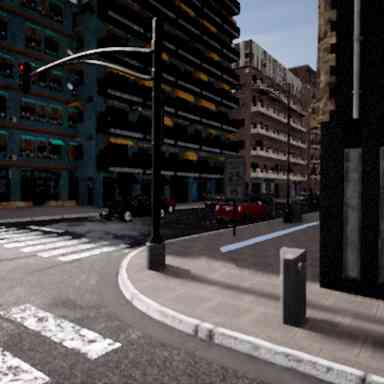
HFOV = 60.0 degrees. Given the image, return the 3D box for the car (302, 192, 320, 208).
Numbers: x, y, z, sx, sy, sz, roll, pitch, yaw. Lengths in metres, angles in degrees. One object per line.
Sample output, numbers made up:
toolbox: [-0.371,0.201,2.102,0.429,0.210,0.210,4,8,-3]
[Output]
car: [12.992,0.933,33.487,1.947,1.339,4.313,1,1,36]

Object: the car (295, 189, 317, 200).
car: [19.547,0.424,56.734,2.192,1.841,5.009,1,1,36]

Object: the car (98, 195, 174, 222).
car: [-3.517,0.961,20.646,1.837,1.490,4.892,1,1,36]

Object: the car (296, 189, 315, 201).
car: [16.639,0.699,48.182,2.128,1.511,4.902,1,1,36]

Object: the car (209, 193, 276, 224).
car: [3.088,0.937,19.681,1.967,1.590,4.097,1,1,36]

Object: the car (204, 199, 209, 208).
car: [2.882,0.869,33.835,2.008,1.369,4.403,1,1,36]

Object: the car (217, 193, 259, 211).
car: [4.496,0.857,31.656,1.837,1.490,4.892,1,1,36]

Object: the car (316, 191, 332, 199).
car: [26.210,0.580,65.898,2.008,1.369,4.403,1,1,36]
